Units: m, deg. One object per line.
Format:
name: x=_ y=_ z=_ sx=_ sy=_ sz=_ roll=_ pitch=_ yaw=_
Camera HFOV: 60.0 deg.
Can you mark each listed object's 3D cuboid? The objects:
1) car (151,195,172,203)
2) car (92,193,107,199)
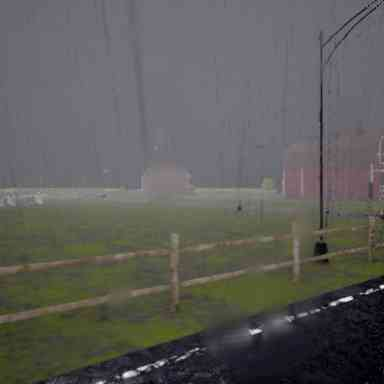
car: x=-5.529 y=1.261 z=59.460 sx=1.837 sy=1.490 sz=4.892 roll=-2 pitch=1 yaw=-36
car: x=-24.368 y=1.034 z=89.572 sx=1.837 sy=1.490 sz=4.892 roll=-2 pitch=1 yaw=-36
